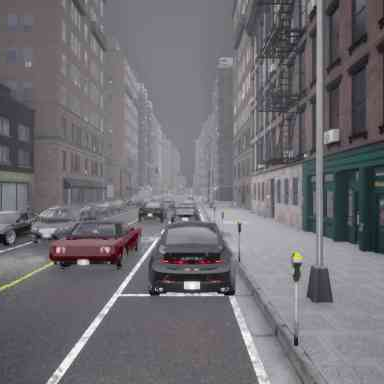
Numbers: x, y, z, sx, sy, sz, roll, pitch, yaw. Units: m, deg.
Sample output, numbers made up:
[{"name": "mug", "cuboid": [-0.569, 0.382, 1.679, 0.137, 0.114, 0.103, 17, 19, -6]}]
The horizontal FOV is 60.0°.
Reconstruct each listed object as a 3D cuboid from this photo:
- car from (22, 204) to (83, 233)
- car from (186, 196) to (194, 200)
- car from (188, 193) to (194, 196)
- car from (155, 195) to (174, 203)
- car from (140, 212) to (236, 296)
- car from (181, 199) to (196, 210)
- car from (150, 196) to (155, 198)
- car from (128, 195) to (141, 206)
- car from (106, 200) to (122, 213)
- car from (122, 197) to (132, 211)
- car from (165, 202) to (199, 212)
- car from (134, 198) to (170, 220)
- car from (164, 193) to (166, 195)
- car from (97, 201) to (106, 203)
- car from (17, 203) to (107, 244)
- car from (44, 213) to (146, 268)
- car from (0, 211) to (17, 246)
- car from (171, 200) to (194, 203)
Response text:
[{"name": "car", "cuboid": [-8.408, 1.525, 20.611, 1.752, 1.417, 4.829, 0, 0, 0]}, {"name": "car", "cuboid": [-0.383, 1.519, 37.181, 1.752, 1.417, 4.829, 0, 0, 0]}, {"name": "car", "cuboid": [-0.382, 1.396, 90.663, 1.967, 1.590, 4.097, 0, 0, 0]}, {"name": "car", "cuboid": [-2.920, 1.483, 40.807, 2.128, 1.511, 4.902, 0, 0, 0]}, {"name": "car", "cuboid": [0.000, 1.504, 8.650, 1.837, 1.490, 4.892, 0, 0, 0]}, {"name": "car", "cuboid": [-0.383, 1.573, 42.423, 1.802, 1.307, 4.206, 0, 0, 0]}, {"name": "car", "cuboid": [-8.408, 1.521, 74.308, 2.008, 1.369, 4.403, 0, 0, 0]}, {"name": "car", "cuboid": [-8.408, 1.302, 47.845, 2.192, 1.841, 5.009, 0, 0, 0]}, {"name": "car", "cuboid": [-8.408, 1.548, 31.607, 2.008, 1.369, 4.403, 0, 0, 0]}, {"name": "car", "cuboid": [-8.408, 1.545, 37.020, 2.008, 1.369, 4.403, 0, 0, 0]}, {"name": "car", "cuboid": [-0.383, 1.566, 20.772, 1.947, 1.339, 4.313, 0, 0, 0]}, {"name": "car", "cuboid": [-3.021, 1.477, 26.299, 1.882, 1.535, 5.008, 0, 0, 0]}, {"name": "car", "cuboid": [-8.408, 1.486, 85.047, 1.752, 1.417, 4.829, 0, 0, 0]}, {"name": "car", "cuboid": [-8.408, 1.581, 26.194, 1.802, 1.307, 4.206, 0, 0, 0]}, {"name": "car", "cuboid": [-5.870, 1.491, 15.858, 2.128, 1.511, 4.902, 0, 0, 0]}, {"name": "car", "cuboid": [-2.919, 1.601, 11.182, 1.895, 1.301, 4.718, 0, 0, 0]}, {"name": "car", "cuboid": [-8.408, 1.566, 15.368, 1.947, 1.339, 4.313, 0, 0, 0]}, {"name": "car", "cuboid": [-0.383, 1.565, 26.185, 1.947, 1.339, 4.313, 0, 0, 0]}]
